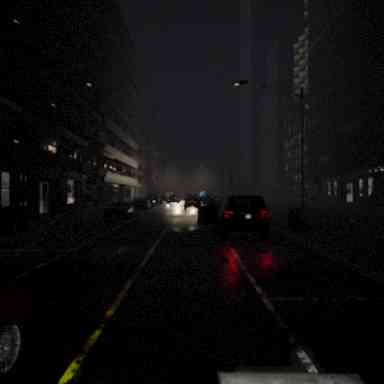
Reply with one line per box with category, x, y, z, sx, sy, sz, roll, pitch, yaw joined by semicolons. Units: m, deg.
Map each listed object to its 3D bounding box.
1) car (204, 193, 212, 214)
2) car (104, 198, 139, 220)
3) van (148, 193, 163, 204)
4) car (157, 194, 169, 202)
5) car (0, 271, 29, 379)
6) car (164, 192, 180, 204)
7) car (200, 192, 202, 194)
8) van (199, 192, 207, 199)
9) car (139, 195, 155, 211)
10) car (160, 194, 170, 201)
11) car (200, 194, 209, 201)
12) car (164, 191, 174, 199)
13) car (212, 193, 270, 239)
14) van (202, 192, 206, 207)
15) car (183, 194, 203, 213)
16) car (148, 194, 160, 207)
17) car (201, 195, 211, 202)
car;2.712;1.211;37.399;1.967;1.590;4.097;1;0;0
car;-5.673;1.383;26.263;1.887;1.381;4.507;1;0;0
van;-5.665;1.046;48.541;1.690;1.788;3.998;1;0;0
car;-5.664;1.156;65.249;2.008;1.369;4.403;1;0;0
car;-3.100;1.508;2.723;1.812;1.442;4.674;0;1;0
car;-3.014;1.182;53.564;1.837;1.490;4.892;0;0;1
car;0.012;1.053;48.920;2.097;1.767;4.553;0;0;0
van;2.723;0.848;81.956;1.690;1.788;3.998;1;0;0
car;-5.670;1.337;37.403;1.947;1.339;4.313;1;0;0
car;-5.663;1.099;70.650;1.752;1.417;4.829;1;0;0
car;2.718;1.096;70.986;1.752;1.417;4.829;1;0;0
car;-5.657;0.822;81.958;2.192;1.841;5.009;1;0;0
car;2.398;1.116;16.834;2.150;2.045;5.566;0;0;0
van;2.717;1.012;54.108;1.690;1.788;3.998;1;0;0
car;0.039;1.267;38.614;1.837;1.490;4.892;0;0;0
car;-5.669;1.289;42.972;2.008;1.369;4.403;1;0;0
car;2.716;1.187;65.247;1.802;1.307;4.206;1;0;0
